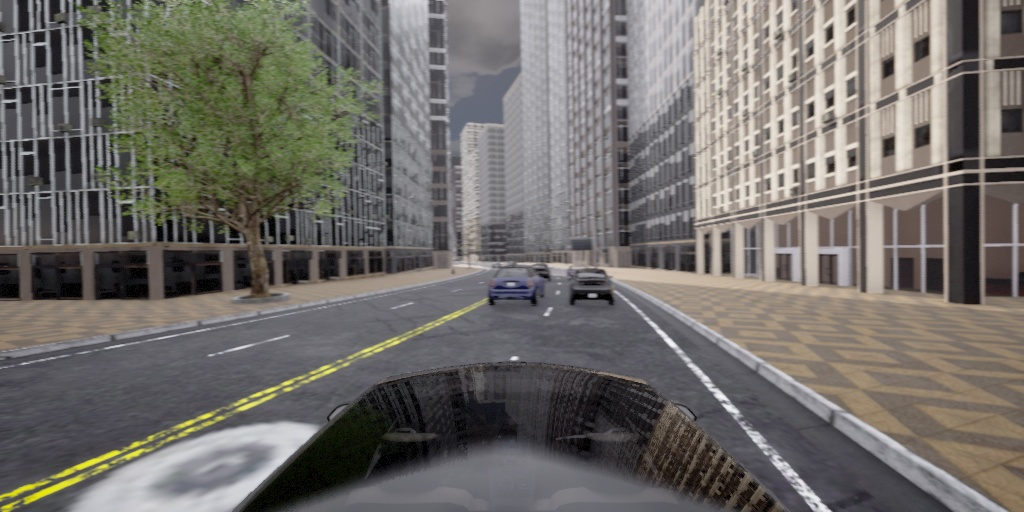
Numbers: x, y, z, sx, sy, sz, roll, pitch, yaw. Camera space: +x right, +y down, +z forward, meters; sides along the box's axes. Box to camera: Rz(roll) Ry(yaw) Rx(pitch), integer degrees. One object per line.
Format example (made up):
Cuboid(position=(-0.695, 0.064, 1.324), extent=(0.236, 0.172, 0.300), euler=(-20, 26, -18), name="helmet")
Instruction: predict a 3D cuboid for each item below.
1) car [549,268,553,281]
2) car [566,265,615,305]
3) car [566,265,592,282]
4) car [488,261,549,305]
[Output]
Cuboid(position=(2.542, 1.440, 32.005), extent=(1.837, 1.490, 4.892), euler=(-1, 0, 6), name="car")
Cuboid(position=(3.585, 1.307, 16.472), extent=(1.837, 1.490, 4.892), euler=(-1, 0, 10), name="car")
Cuboid(position=(5.750, 1.473, 31.433), extent=(1.895, 1.301, 4.718), euler=(-1, 0, 6), name="car")
Cuboid(position=(0.342, 1.204, 16.808), extent=(2.097, 1.767, 4.553), euler=(-1, -1, 10), name="car")
